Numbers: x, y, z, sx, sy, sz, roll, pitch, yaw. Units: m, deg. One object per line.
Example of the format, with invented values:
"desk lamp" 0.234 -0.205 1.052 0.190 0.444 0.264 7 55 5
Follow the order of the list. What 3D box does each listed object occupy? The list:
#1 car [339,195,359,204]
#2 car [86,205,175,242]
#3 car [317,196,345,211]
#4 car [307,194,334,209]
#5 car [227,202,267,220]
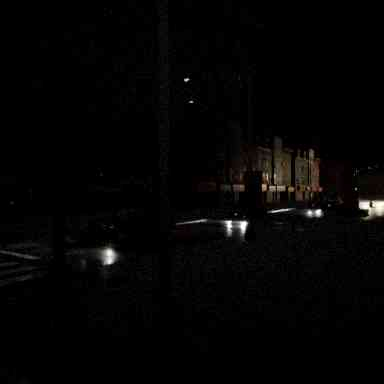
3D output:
"car" 22.359 1.487 47.101 1.895 1.301 4.718 -1 0 36
"car" -2.909 1.464 16.738 1.882 1.535 5.008 -1 0 37
"car" 16.603 1.470 38.986 1.994 1.385 4.181 -1 0 36
"car" 16.710 1.412 43.959 2.128 1.511 4.902 -1 0 36
"car" 4.517 1.524 27.093 1.994 1.385 4.181 -1 0 36
